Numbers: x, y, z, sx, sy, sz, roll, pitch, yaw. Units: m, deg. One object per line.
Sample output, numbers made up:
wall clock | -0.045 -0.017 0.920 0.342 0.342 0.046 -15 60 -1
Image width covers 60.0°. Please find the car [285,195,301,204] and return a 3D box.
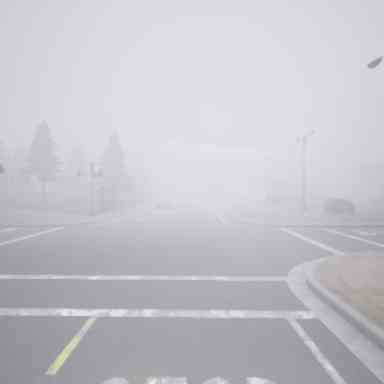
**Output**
car | 17.287 1.287 57.864 2.152 1.636 5.027 0 0 0

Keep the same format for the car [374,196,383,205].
car | 29.064 1.283 50.084 1.845 1.501 3.633 0 0 0

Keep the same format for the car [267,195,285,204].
car | 14.150 1.296 57.840 2.007 1.523 4.514 0 0 0

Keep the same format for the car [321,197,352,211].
car | 16.973 1.355 39.200 1.970 1.475 3.806 0 0 0

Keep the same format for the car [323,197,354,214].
car | 13.927 1.350 31.807 1.845 1.501 3.633 0 0 0

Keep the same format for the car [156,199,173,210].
car | -3.540 1.563 43.259 1.895 1.301 4.718 0 0 0
